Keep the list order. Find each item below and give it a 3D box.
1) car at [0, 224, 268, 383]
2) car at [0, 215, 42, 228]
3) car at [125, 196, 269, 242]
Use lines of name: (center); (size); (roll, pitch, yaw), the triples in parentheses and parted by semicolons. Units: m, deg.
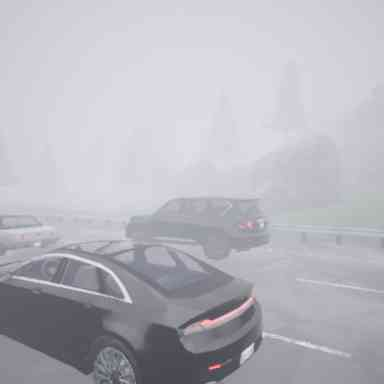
car: (-1.417, 1.470, 4.869); (4.902, 1.511, 2.128); (0, 0, 35)
car: (-7.351, 1.548, 12.907); (4.718, 1.301, 1.895); (0, 0, 32)
car: (0.037, 1.166, 12.331); (5.566, 2.045, 2.150); (0, 0, 33)
